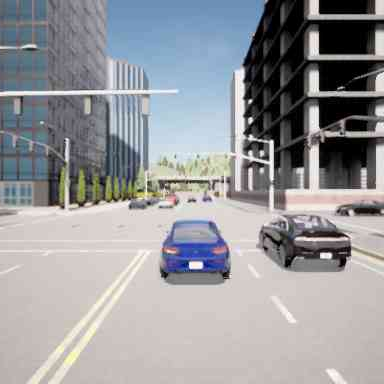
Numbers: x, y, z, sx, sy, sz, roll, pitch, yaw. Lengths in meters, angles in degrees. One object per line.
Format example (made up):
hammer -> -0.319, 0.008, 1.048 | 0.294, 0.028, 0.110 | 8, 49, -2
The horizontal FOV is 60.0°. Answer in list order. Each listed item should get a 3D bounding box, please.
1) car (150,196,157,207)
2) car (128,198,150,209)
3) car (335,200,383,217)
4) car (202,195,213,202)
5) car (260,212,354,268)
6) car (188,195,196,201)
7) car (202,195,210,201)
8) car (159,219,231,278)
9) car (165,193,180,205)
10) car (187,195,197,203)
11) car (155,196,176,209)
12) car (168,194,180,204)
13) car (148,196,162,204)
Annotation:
car -> -7.092, 1.599, 52.648 | 1.895, 1.301, 4.718 | 0, 0, 0
car -> -7.100, 1.562, 43.887 | 1.994, 1.385, 4.181 | 0, 0, 0
car -> 15.580, 1.434, 30.252 | 4.902, 1.511, 2.128 | 0, 0, 0
car -> 3.492, 1.518, 73.559 | 1.812, 1.442, 4.674 | 0, 0, 0
car -> 3.588, 1.490, 11.317 | 2.128, 1.511, 4.902 | 0, 0, 0
car -> -0.009, 1.522, 82.986 | 2.128, 1.511, 4.902 | 0, 0, 0
car -> 3.491, 1.480, 82.634 | 1.837, 1.490, 4.892 | 0, 0, 0
car -> 0.056, 1.525, 9.988 | 1.812, 1.442, 4.674 | 0, 0, -1
car -> -3.581, 1.219, 55.783 | 2.150, 2.045, 5.566 | 0, 0, 0
car -> 0.000, 1.593, 69.930 | 1.895, 1.301, 4.718 | 0, 0, 0
car -> -3.601, 1.599, 46.009 | 1.895, 1.301, 4.718 | 0, 0, 0
car -> -3.507, 1.349, 65.773 | 2.097, 1.767, 4.553 | 0, 0, 0
car -> -7.025, 1.545, 63.277 | 2.033, 1.411, 5.357 | 0, 0, 0
